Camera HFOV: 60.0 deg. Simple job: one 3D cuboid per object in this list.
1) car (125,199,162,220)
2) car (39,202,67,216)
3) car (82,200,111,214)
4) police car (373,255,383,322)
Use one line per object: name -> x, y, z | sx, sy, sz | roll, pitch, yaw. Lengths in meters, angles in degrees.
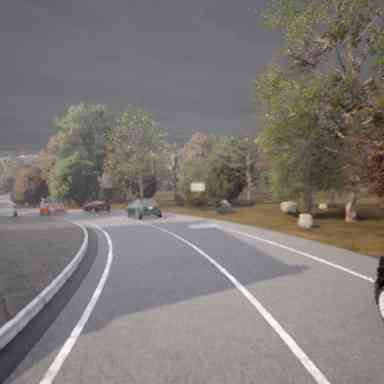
car -> -4.402, 1.376, 29.376 | 2.097, 1.767, 4.553 | -3, 1, -28
car -> -17.561, 2.042, 41.951 | 2.097, 1.767, 4.553 | -5, 2, -42
car -> -11.673, 1.771, 40.343 | 1.882, 1.535, 5.008 | -5, 2, -40
police car -> 4.125, 1.352, 3.801 | 1.930, 1.638, 5.238 | -1, 0, -4
